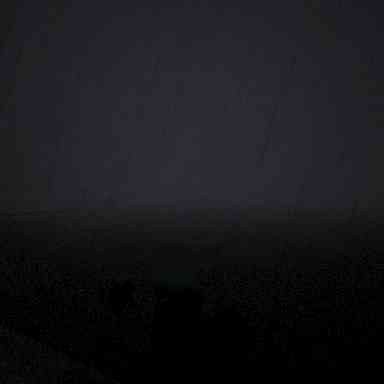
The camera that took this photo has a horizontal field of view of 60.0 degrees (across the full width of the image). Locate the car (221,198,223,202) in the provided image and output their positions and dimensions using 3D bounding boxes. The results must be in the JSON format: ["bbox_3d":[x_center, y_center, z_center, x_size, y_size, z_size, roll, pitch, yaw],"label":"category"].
[{"bbox_3d":[3.156,1.478,61.124,1.882,1.535,5.008,0,0,35],"label":"car"}]

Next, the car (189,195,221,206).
[{"bbox_3d":[2.089,1.478,53.589,1.882,1.535,5.008,0,0,35],"label":"car"}]

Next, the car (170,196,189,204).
[{"bbox_3d":[-1.259,1.477,60.921,1.882,1.535,5.008,0,0,35],"label":"car"}]

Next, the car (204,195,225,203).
[{"bbox_3d":[4.739,1.477,69.501,1.882,1.535,5.008,0,0,35],"label":"car"}]

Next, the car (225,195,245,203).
[{"bbox_3d":[8.939,1.490,69.399,2.128,1.511,4.902,0,0,35],"label":"car"}]

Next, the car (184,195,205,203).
[{"bbox_3d":[0.646,1.477,69.755,1.882,1.535,5.008,0,0,35],"label":"car"}]

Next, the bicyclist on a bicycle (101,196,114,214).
[{"bbox_3d":[-7.978,1.156,31.704,1.656,1.620,0.582,33,17,27],"label":"bicyclist on a bicycle"}]

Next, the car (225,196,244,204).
[{"bbox_3d":[8.057,1.601,62.204,1.895,1.301,4.718,0,0,35],"label":"car"}]

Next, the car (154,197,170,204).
[{"bbox_3d":[-5.140,1.564,61.476,1.994,1.385,4.181,0,0,35],"label":"car"}]
